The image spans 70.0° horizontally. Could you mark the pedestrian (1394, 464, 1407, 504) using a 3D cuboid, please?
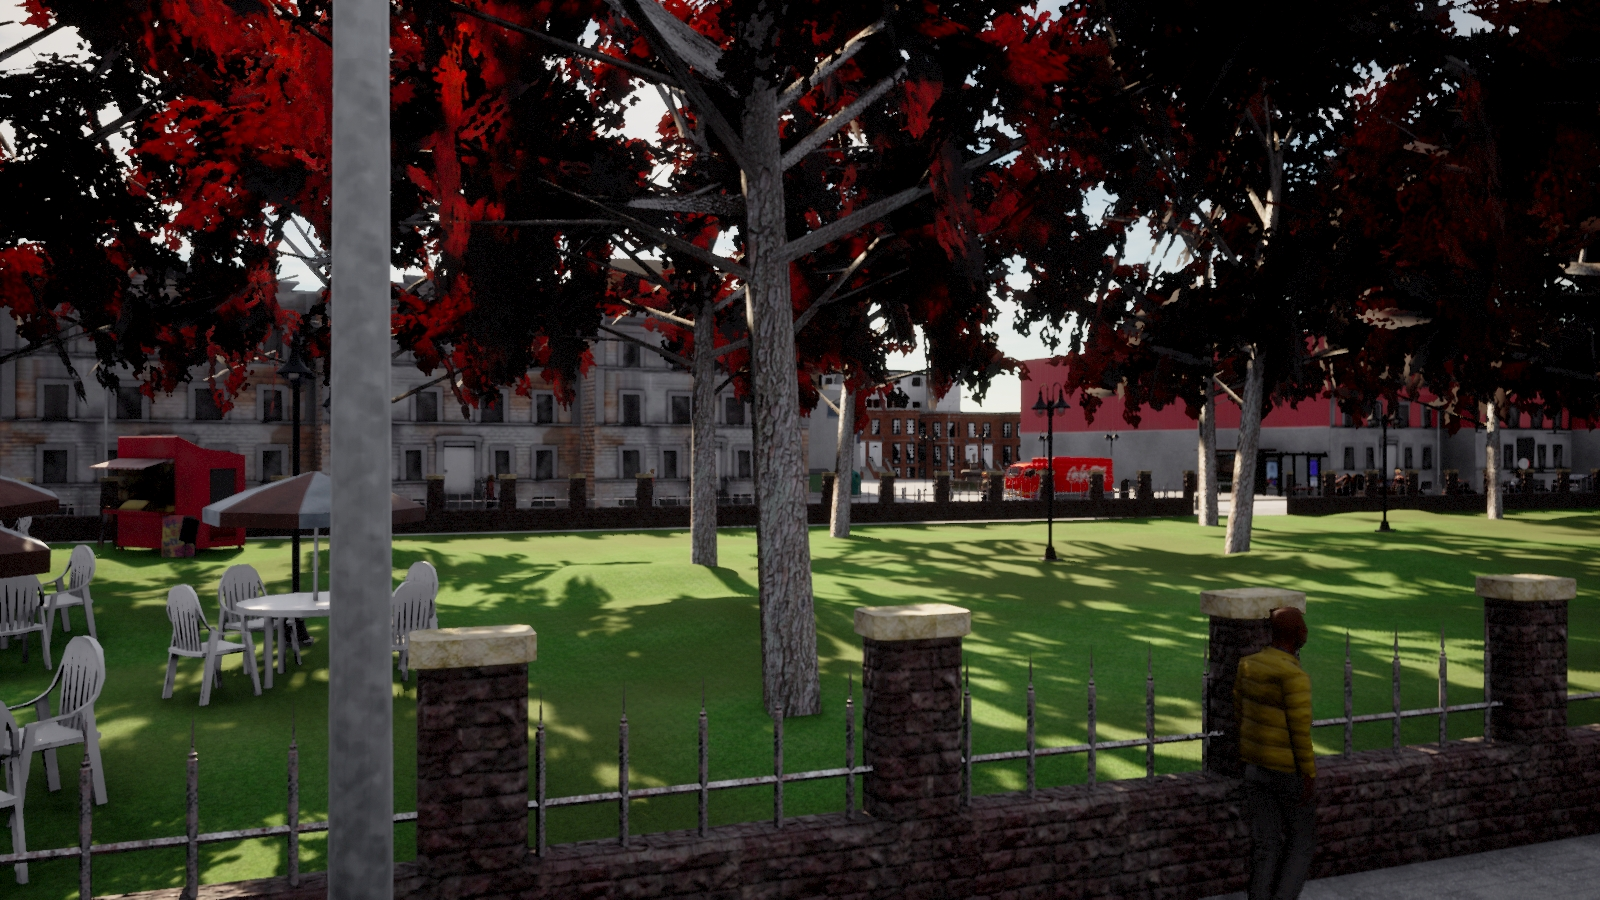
[{"bbox_3d":[27.721,1.557,52.759,0.375,1.860,0.375,0,0,-20],"label":"pedestrian"}]

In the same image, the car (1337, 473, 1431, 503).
[{"bbox_3d":[29.992,1.945,58.701,4.181,1.385,1.994,-1,0,-20],"label":"car"}]

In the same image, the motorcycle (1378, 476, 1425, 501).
[{"bbox_3d":[31.146,1.985,59.124,2.356,1.277,0.764,0,0,-20],"label":"motorcycle"}]

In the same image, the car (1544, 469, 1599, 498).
[{"bbox_3d":[44.406,1.873,63.926,4.902,1.511,2.128,0,0,-20],"label":"car"}]

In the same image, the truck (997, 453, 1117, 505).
[{"bbox_3d":[12.717,1.370,56.661,5.204,2.467,2.627,0,0,-20],"label":"truck"}]

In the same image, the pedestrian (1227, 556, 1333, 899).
[{"bbox_3d":[2.613,1.529,6.233,0.375,1.860,0.375,0,0,-20],"label":"pedestrian"}]

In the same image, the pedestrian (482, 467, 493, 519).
[{"bbox_3d":[-11.162,1.528,40.767,0.375,1.860,0.375,0,0,-16],"label":"pedestrian"}]

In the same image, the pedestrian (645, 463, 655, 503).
[{"bbox_3d":[-6.975,1.533,53.202,0.375,1.860,0.375,0,0,-20],"label":"pedestrian"}]

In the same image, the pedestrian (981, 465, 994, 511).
[{"bbox_3d":[7.587,1.540,46.291,0.375,1.860,0.375,0,0,-17],"label":"pedestrian"}]
